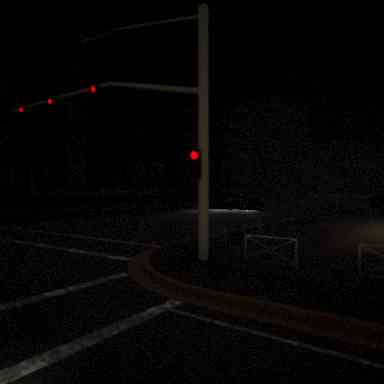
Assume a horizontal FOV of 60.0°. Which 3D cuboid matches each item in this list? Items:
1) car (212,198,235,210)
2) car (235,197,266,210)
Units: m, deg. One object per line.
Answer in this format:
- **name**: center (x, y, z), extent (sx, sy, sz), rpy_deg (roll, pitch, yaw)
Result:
- **car**: center (4.362, 1.483, 43.319), extent (1.812, 1.442, 4.674), rpy_deg (0, 0, 35)
- **car**: center (7.745, 1.460, 42.041), extent (1.837, 1.490, 4.892), rpy_deg (0, 0, 36)
